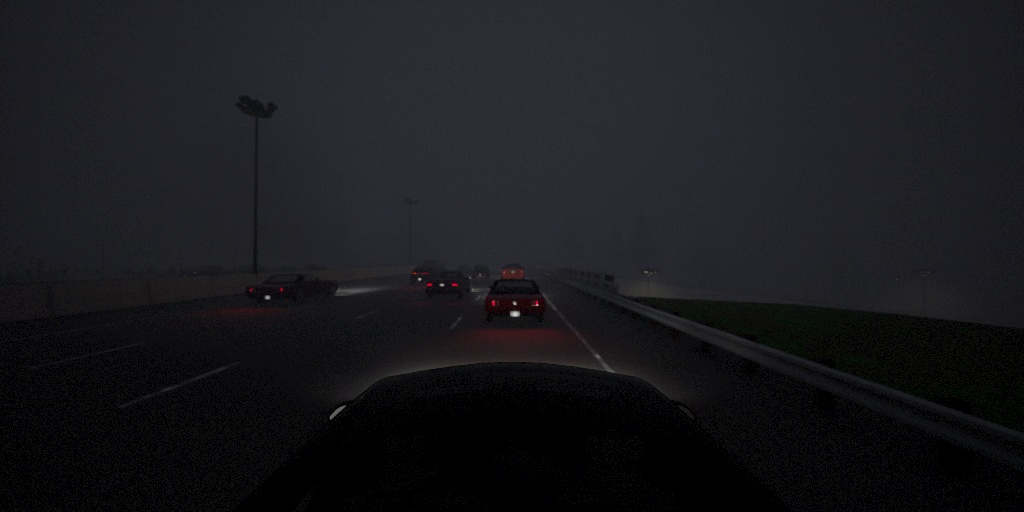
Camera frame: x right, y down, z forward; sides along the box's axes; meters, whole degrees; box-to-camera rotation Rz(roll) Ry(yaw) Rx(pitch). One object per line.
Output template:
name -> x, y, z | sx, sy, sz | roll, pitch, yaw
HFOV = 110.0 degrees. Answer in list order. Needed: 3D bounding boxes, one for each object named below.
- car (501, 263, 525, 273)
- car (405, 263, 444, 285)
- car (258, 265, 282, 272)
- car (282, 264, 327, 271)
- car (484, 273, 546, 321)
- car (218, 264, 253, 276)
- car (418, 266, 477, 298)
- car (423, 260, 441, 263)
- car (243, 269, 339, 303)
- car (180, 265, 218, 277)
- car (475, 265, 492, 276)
car -> 0.089, 1.455, 33.492 | 2.097, 1.767, 4.553 | 0, -1, 0
car -> -6.908, 1.544, 29.251 | 1.837, 1.490, 4.892 | 0, -1, 0
car -> -24.598, 1.702, 38.434 | 2.033, 1.411, 5.357 | 0, -1, 0
car -> -21.101, 1.633, 37.456 | 2.128, 1.511, 4.902 | 0, -1, 0
car -> 0.097, 1.472, 12.999 | 1.895, 1.301, 4.718 | 0, -1, 0
car -> -28.095, 1.625, 38.242 | 1.882, 1.535, 5.008 | 0, -1, 0
car -> -3.405, 1.490, 19.947 | 2.033, 1.411, 5.357 | 0, -1, 0
car -> -10.412, 1.567, 47.516 | 2.150, 2.045, 5.566 | 0, -1, 0
car -> -10.455, 1.511, 17.579 | 1.895, 1.301, 4.718 | 0, -1, 0
car -> -31.596, 1.650, 37.077 | 1.812, 1.442, 4.674 | 0, -1, 0
car -> -3.410, 1.719, 40.699 | 1.837, 1.490, 4.892 | 0, -1, 0
